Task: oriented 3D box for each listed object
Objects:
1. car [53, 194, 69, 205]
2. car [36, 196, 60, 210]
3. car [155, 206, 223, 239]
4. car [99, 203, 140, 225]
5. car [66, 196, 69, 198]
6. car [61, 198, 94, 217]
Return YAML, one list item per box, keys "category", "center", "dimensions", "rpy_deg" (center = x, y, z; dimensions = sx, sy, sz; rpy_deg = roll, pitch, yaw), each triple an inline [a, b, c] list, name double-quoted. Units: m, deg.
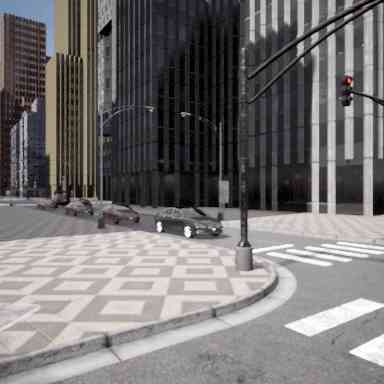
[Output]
- category: "car"
  center: [-20.698, 1.399, 52.033]
  dimensions: [2.150, 2.045, 5.566]
  rpy_deg: [0, 0, -35]
- category: "car"
  center: [-20.224, 1.723, 46.195]
  dimensions: [1.812, 1.442, 4.674]
  rpy_deg: [0, 0, -35]
- category: "car"
  center: [-0.309, 1.568, 18.069]
  dimensions: [1.837, 1.490, 4.892]
  rpy_deg: [0, 0, -35]
- category: "car"
  center: [-5.685, 1.618, 25.609]
  dimensions: [1.812, 1.442, 4.674]
  rpy_deg: [0, 0, -35]
- category: "car"
  center: [-14.627, 1.655, 43.580]
  dimensions: [1.837, 1.490, 4.892]
  rpy_deg: [0, 0, -35]
- category: "car"
  center: [-11.487, 1.647, 33.773]
  dimensions: [1.812, 1.442, 4.674]
  rpy_deg: [0, 0, -35]
